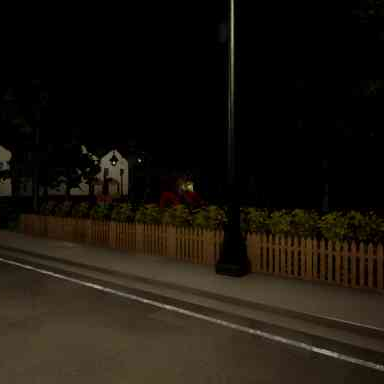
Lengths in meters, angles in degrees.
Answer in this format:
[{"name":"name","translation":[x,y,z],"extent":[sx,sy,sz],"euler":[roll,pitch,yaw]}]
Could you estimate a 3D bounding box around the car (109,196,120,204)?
[{"name":"car","translation":[-14.048,1.491,65.427],"extent":[2.128,1.511,4.902],"euler":[0,0,38]}]
